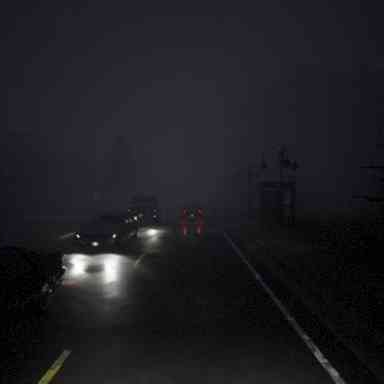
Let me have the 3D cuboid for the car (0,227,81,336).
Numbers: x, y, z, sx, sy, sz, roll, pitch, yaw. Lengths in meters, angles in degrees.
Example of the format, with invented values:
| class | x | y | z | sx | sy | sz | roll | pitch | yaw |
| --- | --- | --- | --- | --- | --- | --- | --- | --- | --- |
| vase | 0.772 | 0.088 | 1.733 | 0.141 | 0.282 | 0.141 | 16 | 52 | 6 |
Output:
| class | x | y | z | sx | sy | sz | roll | pitch | yaw |
| --- | --- | --- | --- | --- | --- | --- | --- | --- | --- |
| car | -3.601 | 1.549 | 4.883 | 2.033 | 1.411 | 5.357 | 0 | 0 | 0 |

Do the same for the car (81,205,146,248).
| class | x | y | z | sx | sy | sz | roll | pitch | yaw |
| --- | --- | --- | --- | --- | --- | --- | --- | --- | --- |
| car | -3.595 | 1.551 | 15.019 | 2.033 | 1.411 | 5.357 | 0 | 0 | 0 |

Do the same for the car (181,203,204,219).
| class | x | y | z | sx | sy | sz | roll | pitch | yaw |
| --- | --- | --- | --- | --- | --- | --- | --- | --- | --- |
| car | 0.033 | 1.609 | 28.906 | 1.895 | 1.301 | 4.718 | 0 | 0 | 1 |

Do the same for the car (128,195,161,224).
| class | x | y | z | sx | sy | sz | roll | pitch | yaw |
| --- | --- | --- | --- | --- | --- | --- | --- | --- | --- |
| car | -3.543 | 1.228 | 25.372 | 2.150 | 2.045 | 5.566 | 0 | 0 | -2 |
